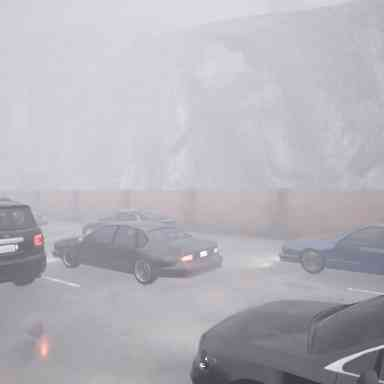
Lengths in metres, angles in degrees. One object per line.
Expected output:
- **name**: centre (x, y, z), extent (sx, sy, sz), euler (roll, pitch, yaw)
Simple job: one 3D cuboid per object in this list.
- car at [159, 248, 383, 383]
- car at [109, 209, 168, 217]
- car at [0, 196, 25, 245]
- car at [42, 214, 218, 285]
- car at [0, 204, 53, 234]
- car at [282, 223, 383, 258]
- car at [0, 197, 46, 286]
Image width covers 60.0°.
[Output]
- **car**: centre (2.247, 1.505, 2.445), extent (4.892, 1.490, 1.837), euler (0, 0, 35)
- **car**: centre (-2.785, 1.505, 14.555), extent (4.892, 1.490, 1.837), euler (0, 0, 35)
- **car**: centre (-10.357, 1.221, 15.634), extent (5.566, 2.045, 2.150), euler (0, 0, 36)
- **car**: centre (-1.762, 1.547, 9.530), extent (5.357, 1.411, 2.033), euler (0, 0, 35)
- **car**: centre (-11.011, 1.547, 20.402), extent (5.357, 1.411, 2.033), euler (0, 0, 35)
- **car**: centre (5.160, 1.547, 8.916), extent (5.357, 1.411, 2.033), euler (0, 0, 35)
- **car**: centre (-5.865, 1.221, 8.155), extent (5.566, 2.045, 2.150), euler (0, 0, 35)
